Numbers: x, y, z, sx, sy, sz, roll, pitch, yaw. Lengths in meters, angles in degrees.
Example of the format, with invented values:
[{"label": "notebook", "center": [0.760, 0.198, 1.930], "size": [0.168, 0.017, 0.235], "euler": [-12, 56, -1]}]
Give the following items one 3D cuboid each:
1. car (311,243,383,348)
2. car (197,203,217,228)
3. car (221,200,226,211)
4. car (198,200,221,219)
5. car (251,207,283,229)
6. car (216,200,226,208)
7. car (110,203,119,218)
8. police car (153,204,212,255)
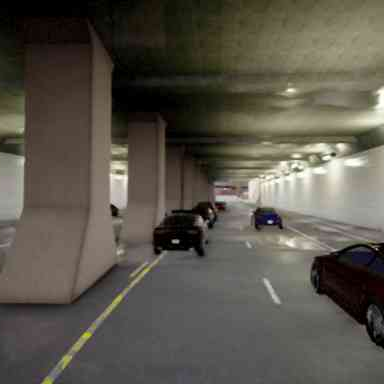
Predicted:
[{"label": "car", "center": [3.784, 1.660, 6.397], "size": [1.994, 1.385, 4.181], "euler": [0, -1, 3]}, {"label": "car", "center": [0.651, 1.758, 24.092], "size": [1.812, 1.442, 4.674], "euler": [0, -1, 6]}, {"label": "car", "center": [3.948, 2.061, 49.300], "size": [1.994, 1.385, 4.181], "euler": [0, -1, 6]}, {"label": "car", "center": [1.242, 1.644, 30.034], "size": [2.097, 1.767, 4.553], "euler": [0, -1, 6]}, {"label": "car", "center": [5.301, 1.798, 23.808], "size": [1.812, 1.442, 4.674], "euler": [0, -1, 6]}, {"label": "car", "center": [5.613, 2.248, 63.756], "size": [1.895, 1.301, 4.718], "euler": [0, -1, 6]}, {"label": "car", "center": [-8.242, 1.741, 31.161], "size": [1.812, 1.442, 4.674], "euler": [0, -1, 6]}, {"label": "police car", "center": [-0.327, 1.557, 14.252], "size": [1.930, 1.638, 5.238], "euler": [0, -1, 6]}]
